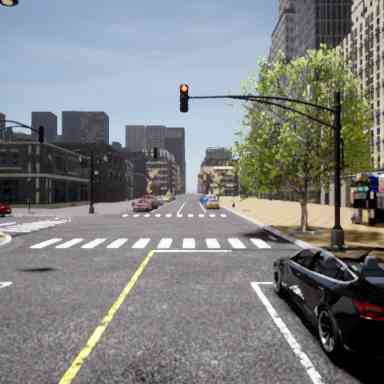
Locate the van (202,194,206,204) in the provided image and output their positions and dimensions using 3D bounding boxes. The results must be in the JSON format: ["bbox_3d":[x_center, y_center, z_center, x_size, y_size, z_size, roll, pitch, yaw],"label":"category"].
[{"bbox_3d":[2.721,1.328,49.370,1.690,1.788,3.998,0,0,0],"label":"van"}]

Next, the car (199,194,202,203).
[{"bbox_3d":[2.725,1.535,60.472,2.008,1.369,4.403,0,0,0],"label":"car"}]

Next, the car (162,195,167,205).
[{"bbox_3d":[-5.658,1.537,54.923,2.008,1.369,4.403,0,0,0],"label":"car"}]

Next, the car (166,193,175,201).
[{"bbox_3d":[-5.640,1.294,88.229,2.192,1.841,5.009,0,0,0],"label":"car"}]

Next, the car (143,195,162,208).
[{"bbox_3d":[-5.662,1.303,43.820,2.192,1.841,5.009,0,0,0],"label":"car"}]

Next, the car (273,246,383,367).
[{"bbox_3d":[2.698,1.564,5.789,1.947,1.339,4.313,0,0,0],"label":"car"}]

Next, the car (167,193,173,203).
[{"bbox_3d":[-5.649,1.508,71.406,1.752,1.417,4.829,0,0,0],"label":"car"}]

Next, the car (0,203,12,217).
[{"bbox_3d":[-17.254,1.362,27.278,4.507,1.381,1.887,1,-1,-1],"label":"car"}]

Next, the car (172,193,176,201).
[{"bbox_3d":[-5.644,1.531,82.678,2.008,1.369,4.403,0,0,0],"label":"car"}]

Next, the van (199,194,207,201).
[{"bbox_3d":[2.739,1.321,82.676,1.690,1.788,3.998,0,0,0],"label":"van"}]

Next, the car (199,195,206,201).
[{"bbox_3d":[2.740,1.505,88.397,1.752,1.417,4.829,0,0,0],"label":"car"}]

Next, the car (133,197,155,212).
[{"bbox_3d":[-5.666,1.572,38.270,1.802,1.307,4.206,0,0,0],"label":"car"}]

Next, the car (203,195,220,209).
[{"bbox_3d":[2.717,1.514,43.989,1.752,1.417,4.829,0,0,0],"label":"car"}]
